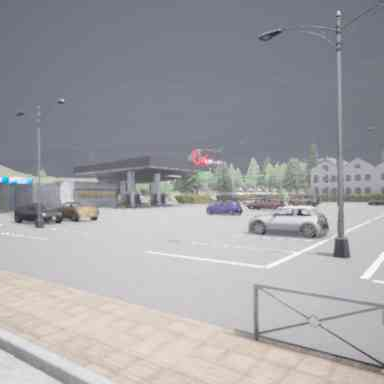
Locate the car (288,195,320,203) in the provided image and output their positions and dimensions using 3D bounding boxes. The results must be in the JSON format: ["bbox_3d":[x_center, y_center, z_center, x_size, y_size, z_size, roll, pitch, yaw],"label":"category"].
[{"bbox_3d":[17.029,1.367,50.835,4.605,1.855,1.932,-1,-1,36],"label":"car"}]

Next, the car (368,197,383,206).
[{"bbox_3d":[29.207,1.449,50.487,4.514,1.523,2.007,-1,-1,36],"label":"car"}]

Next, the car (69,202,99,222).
[{"bbox_3d":[-10.092,1.664,28.216,5.027,1.636,2.152,-1,-1,36],"label":"car"}]

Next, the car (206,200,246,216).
[{"bbox_3d":[3.111,1.571,33.204,3.633,1.501,1.845,-1,-1,36],"label":"car"}]

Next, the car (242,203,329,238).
[{"bbox_3d":[4.850,1.482,17.030,3.806,1.475,1.970,-1,-1,36],"label":"car"}]

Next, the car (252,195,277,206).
[{"bbox_3d":[12.643,1.450,58.147,3.866,1.878,1.905,-1,-1,36],"label":"car"}]

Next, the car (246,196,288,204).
[{"bbox_3d":[9.071,1.561,41.226,4.514,1.523,2.007,-1,-1,36],"label":"car"}]

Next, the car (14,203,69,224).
[{"bbox_3d":[-11.910,1.669,25.660,4.514,1.523,2.007,-1,-1,36],"label":"car"}]
